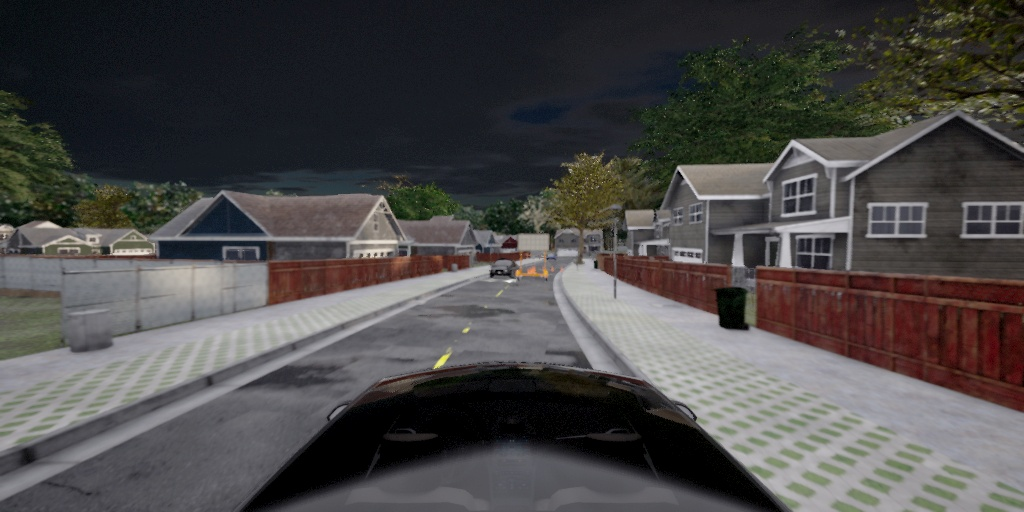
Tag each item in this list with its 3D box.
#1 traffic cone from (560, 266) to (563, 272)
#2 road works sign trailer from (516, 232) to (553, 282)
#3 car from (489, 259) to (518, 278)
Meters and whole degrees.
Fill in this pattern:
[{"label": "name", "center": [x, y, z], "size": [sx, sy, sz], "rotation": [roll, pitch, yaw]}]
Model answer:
[{"label": "traffic cone", "center": [5.403, 1.397, 39.179], "size": [0.340, 0.580, 0.340], "rotation": [0, 0, 11]}, {"label": "road works sign trailer", "center": [1.591, 0.045, 26.652], "size": [2.380, 3.560, 2.880], "rotation": [0, 0, 10]}, {"label": "car", "center": [-0.628, 1.029, 30.110], "size": [1.837, 1.490, 4.892], "rotation": [0, 1, 8]}]
